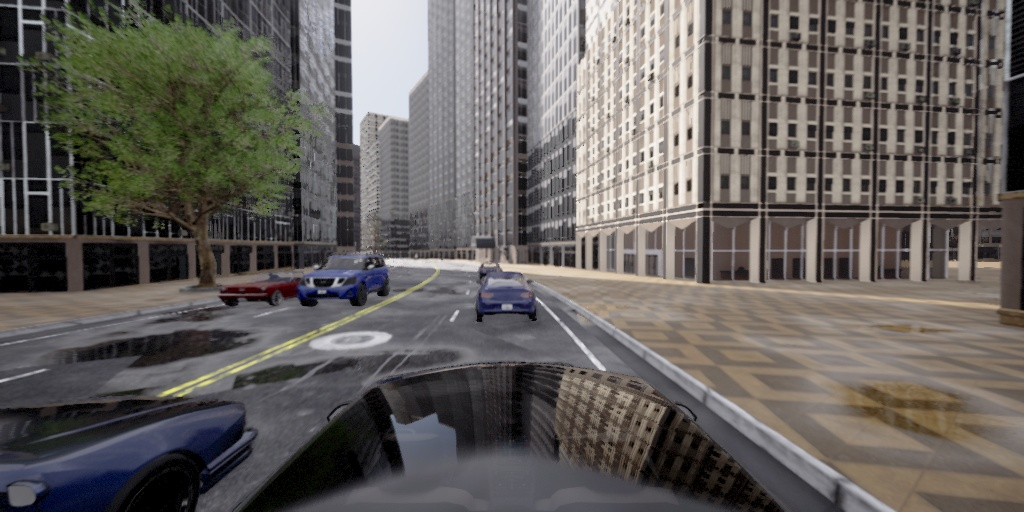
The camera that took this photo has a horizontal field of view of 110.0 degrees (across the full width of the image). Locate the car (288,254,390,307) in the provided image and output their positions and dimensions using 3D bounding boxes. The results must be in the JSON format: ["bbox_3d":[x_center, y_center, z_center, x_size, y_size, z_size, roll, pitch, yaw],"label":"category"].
[{"bbox_3d":[-6.984,0.931,15.613,2.150,2.045,5.566,0,0,-4],"label":"car"}]

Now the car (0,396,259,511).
[{"bbox_3d":[-3.173,1.308,0.643,2.033,1.411,5.357,0,0,1],"label":"car"}]

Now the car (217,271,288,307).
[{"bbox_3d":[-10.235,1.327,15.616,1.895,1.301,4.718,0,0,-4],"label":"car"}]

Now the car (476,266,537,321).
[{"bbox_3d":[-0.243,1.234,12.191,1.812,1.442,4.674,0,0,-3],"label":"car"}]

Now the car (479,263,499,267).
[{"bbox_3d":[-1.944,1.238,31.083,1.895,1.301,4.718,0,0,-7],"label":"car"}]
